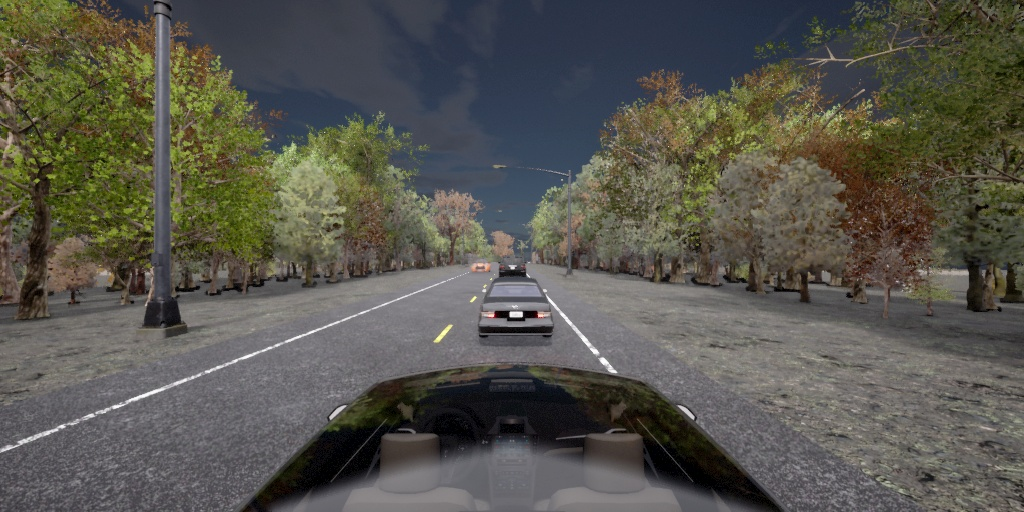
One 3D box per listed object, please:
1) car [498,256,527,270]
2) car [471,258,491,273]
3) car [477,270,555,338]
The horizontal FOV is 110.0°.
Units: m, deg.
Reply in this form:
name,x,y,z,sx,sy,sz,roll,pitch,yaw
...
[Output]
name,x,y,z,sx,sy,sz,roll,pitch,yaw
car,0.042,0.987,29.292,2.150,2.045,5.566,0,0,0
car,-3.685,1.125,43.369,2.097,1.767,4.553,0,0,0
car,0.082,1.302,10.203,2.033,1.411,5.357,0,0,0
